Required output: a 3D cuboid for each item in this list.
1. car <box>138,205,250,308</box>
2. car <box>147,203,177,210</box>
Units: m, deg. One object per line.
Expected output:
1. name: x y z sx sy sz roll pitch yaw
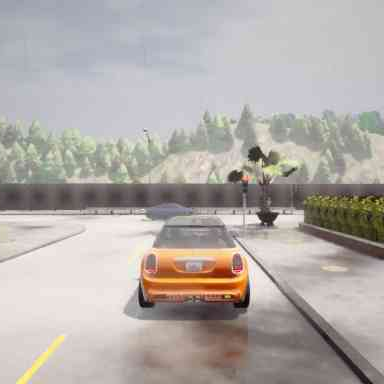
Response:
1. car: 0.056 1.352 8.091 2.097 1.767 4.553 0 0 0
2. car: -1.568 1.564 26.250 4.181 1.385 1.994 0 0 0
